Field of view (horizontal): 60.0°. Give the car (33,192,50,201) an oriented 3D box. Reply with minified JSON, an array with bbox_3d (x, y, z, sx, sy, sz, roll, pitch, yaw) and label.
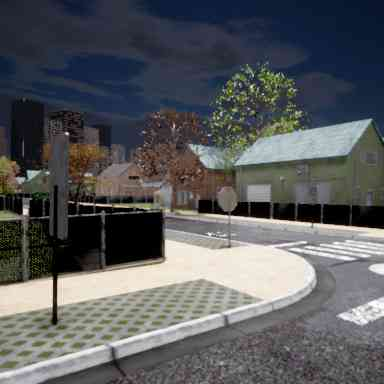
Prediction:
[{"bbox_3d":[-20.360,0.985,45.816,2.150,2.045,5.566,1,0,-37],"label":"car"}]
